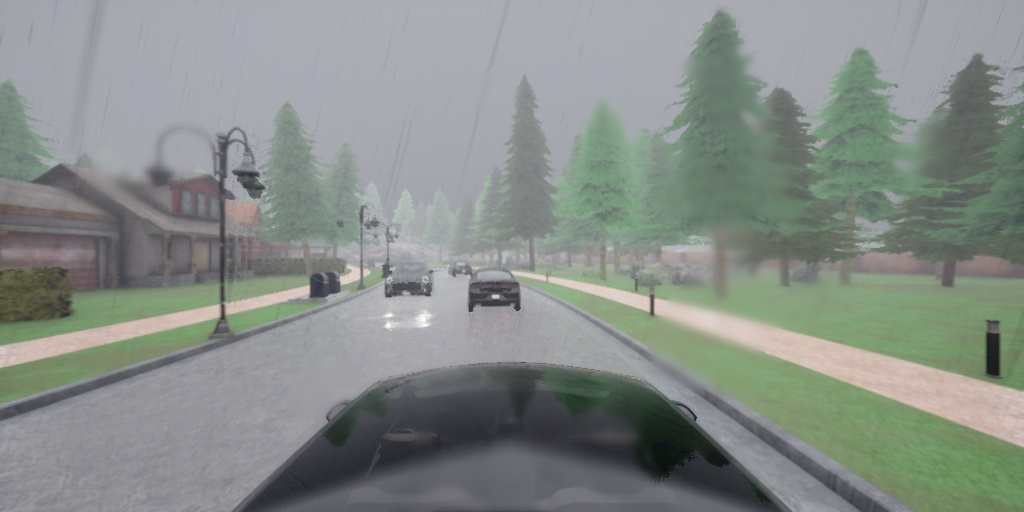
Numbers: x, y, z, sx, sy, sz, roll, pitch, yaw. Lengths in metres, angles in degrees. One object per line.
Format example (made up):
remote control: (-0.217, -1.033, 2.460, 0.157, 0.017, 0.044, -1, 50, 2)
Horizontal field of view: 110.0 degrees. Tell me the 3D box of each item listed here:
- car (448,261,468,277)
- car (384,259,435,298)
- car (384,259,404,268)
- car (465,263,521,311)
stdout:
car: (-4.981, 1.196, 34.508, 1.812, 1.442, 4.674, 0, 0, -16)
car: (-5.041, 1.071, 18.119, 2.097, 1.767, 4.553, 0, 0, -10)
car: (-19.081, 1.197, 57.937, 2.033, 1.411, 5.357, 0, 0, -29)
car: (-0.800, 1.193, 14.403, 1.882, 1.535, 5.008, 0, 0, -6)
